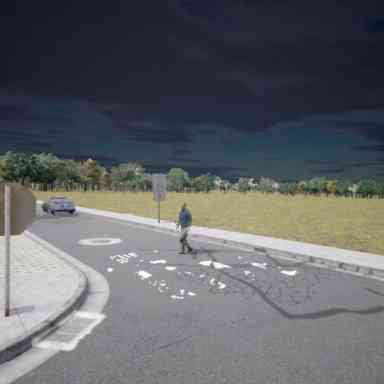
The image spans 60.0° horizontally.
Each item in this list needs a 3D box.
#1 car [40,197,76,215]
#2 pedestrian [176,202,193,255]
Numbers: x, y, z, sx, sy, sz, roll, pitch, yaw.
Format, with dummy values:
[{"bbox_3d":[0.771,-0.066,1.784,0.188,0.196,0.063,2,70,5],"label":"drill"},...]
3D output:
[{"bbox_3d":[-11.638,1.168,28.790,2.033,1.411,5.357,0,1,-36],"label":"car"},{"bbox_3d":[-0.274,1.177,11.225,0.375,1.860,0.375,1,-1,-36],"label":"pedestrian"}]
